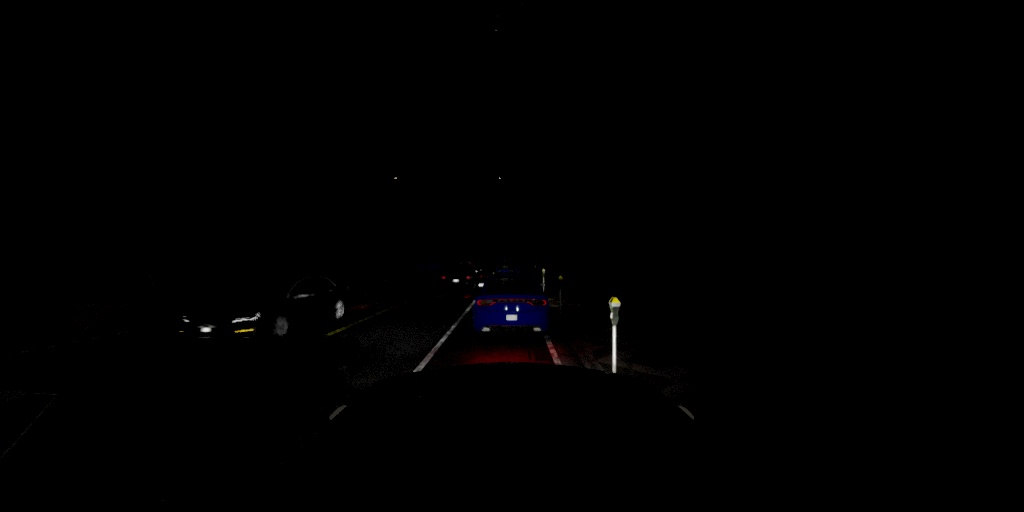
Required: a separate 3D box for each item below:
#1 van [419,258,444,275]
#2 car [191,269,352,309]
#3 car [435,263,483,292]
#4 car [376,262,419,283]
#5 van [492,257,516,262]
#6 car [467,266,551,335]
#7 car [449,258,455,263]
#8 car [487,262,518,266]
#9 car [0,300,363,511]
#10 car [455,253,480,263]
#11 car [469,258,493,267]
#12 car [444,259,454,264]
[{"bbox_3d":[-8.908,1.104,38.846,1.690,1.789,3.998,0,0,0],"label":"van"},{"bbox_3d":[-6.245,1.255,9.745,1.837,1.490,4.892,0,0,0],"label":"car"},{"bbox_3d":[-3.046,1.318,21.464,1.994,1.385,4.181,0,0,0],"label":"car"},{"bbox_3d":[-8.908,1.323,27.572,1.948,1.339,4.313,0,0,0],"label":"car"},{"bbox_3d":[-0.383,1.098,27.584,1.690,1.789,3.998,0,0,0],"label":"van"},{"bbox_3d":[-0.006,1.228,10.500,1.882,1.535,5.008,0,0,0],"label":"car"},{"bbox_3d":[-8.908,1.335,50.119,1.948,1.339,4.313,0,0,0],"label":"car"},{"bbox_3d":[-0.383,1.280,22.119,1.751,1.417,4.829,0,0,0],"label":"car"},{"bbox_3d":[-3.048,1.351,2.985,1.895,1.301,4.718,0,0,0],"label":"car"},{"bbox_3d":[-6.145,0.609,50.156,2.150,2.045,5.566,0,0,0],"label":"car"},{"bbox_3d":[-3.145,1.240,38.737,1.882,1.535,5.008,0,0,0],"label":"car"},{"bbox_3d":[-8.908,1.332,44.482,1.948,1.339,4.313,0,0,0],"label":"car"}]
